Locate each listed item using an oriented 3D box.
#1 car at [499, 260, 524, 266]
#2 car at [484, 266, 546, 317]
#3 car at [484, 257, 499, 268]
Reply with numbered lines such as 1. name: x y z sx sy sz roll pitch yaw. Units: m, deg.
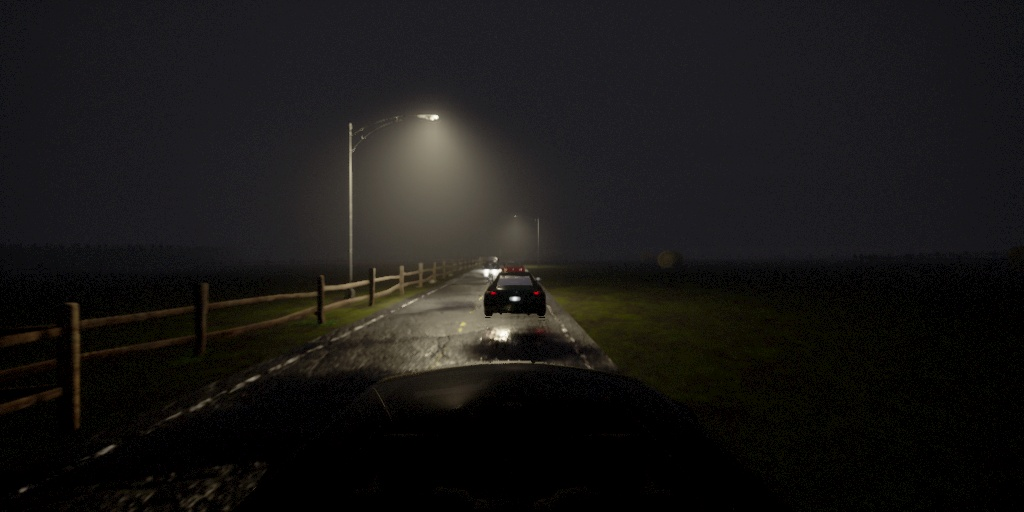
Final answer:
1. car: 0.089 1.122 30.873 1.895 1.301 4.718 0 0 0
2. car: 0.089 1.228 12.670 1.994 1.385 4.181 0 0 0
3. car: -2.710 0.873 48.389 2.128 1.511 4.902 0 0 0
